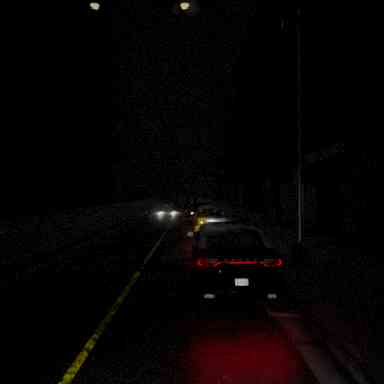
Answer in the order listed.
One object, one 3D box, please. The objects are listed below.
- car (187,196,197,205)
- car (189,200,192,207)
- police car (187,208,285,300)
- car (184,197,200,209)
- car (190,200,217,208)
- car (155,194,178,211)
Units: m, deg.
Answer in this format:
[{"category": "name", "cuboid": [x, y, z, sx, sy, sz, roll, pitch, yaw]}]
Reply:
[{"category": "car", "cuboid": [0.014, 1.585, 60.332, 1.882, 1.535, 5.008, 0, 0, 0]}, {"category": "car", "cuboid": [0.906, 1.551, 24.500, 1.812, 1.442, 4.674, 0, 0, 0]}, {"category": "police car", "cuboid": [0.902, 1.431, 8.608, 1.930, 1.638, 5.238, 0, 0, 0]}, {"category": "car", "cuboid": [0.026, 1.422, 46.589, 2.097, 1.767, 4.553, 0, 0, 0]}, {"category": "car", "cuboid": [0.904, 1.472, 18.690, 1.801, 1.575, 5.366, 0, 0, 0]}, {"category": "car", "cuboid": [-2.991, 1.280, 41.735, 2.150, 2.045, 5.566, 0, 0, 0]}]
